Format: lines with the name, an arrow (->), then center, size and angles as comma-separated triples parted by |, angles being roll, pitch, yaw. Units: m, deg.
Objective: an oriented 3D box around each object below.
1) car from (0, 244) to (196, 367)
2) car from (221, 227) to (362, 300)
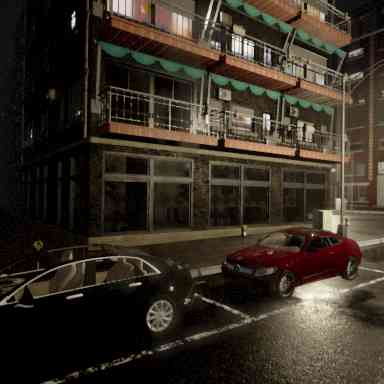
car -> -1.978, 1.551, 5.090 | 4.403, 1.369, 2.008 | 0, 1, -35
car -> 2.650, 1.585, 8.393 | 4.206, 1.307, 1.802 | 0, 1, -35
